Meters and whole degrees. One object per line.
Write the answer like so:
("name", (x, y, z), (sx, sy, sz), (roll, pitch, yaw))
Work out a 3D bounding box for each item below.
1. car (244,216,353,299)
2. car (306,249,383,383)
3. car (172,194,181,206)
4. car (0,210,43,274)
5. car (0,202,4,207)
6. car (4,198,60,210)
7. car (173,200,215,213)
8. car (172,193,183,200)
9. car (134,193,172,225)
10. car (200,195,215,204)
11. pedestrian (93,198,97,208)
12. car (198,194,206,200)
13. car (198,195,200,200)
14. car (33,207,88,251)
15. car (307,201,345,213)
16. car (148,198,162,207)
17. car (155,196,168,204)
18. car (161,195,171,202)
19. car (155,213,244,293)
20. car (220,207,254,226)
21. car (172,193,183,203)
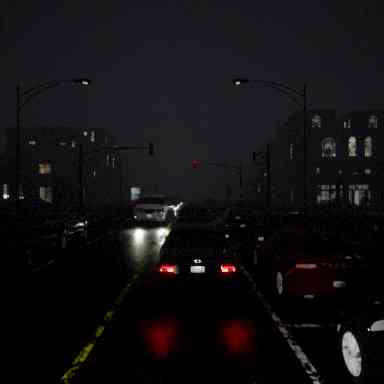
("car", (2.688, 1.543, 8.293), (1.887, 1.381, 4.507), (0, 0, 0))
("car", (2.692, 1.550, 2.601), (2.008, 1.369, 4.403), (0, 0, 0))
("car", (-3.141, 1.520, 51.114), (1.812, 1.442, 4.674), (0, 0, 1))
("car", (-5.691, 1.439, 8.304), (1.967, 1.590, 4.097), (0, 0, 0))
("car", (-25.477, 1.437, 40.451), (4.829, 1.417, 1.752), (0, -1, 1))
("car", (-16.205, 1.399, 34.485), (5.008, 1.535, 1.882), (0, 0, 2))
("car", (0.087, 1.475, 19.440), (1.882, 1.535, 5.008), (0, 0, 0))
("car", (-3.105, 1.485, 61.466), (2.128, 1.511, 4.902), (0, 0, 0))
("car", (-2.848, 1.218, 24.493), (2.150, 2.045, 5.566), (1, 0, -1))
("car", (2.661, 1.560, 52.067), (1.947, 1.339, 4.313), (0, 0, 0))
("pedestrian", (-12.579, 1.404, 43.203), (0.375, 1.300, 0.375), (0, -1, 1))
("car", (2.637, 1.436, 90.720), (1.967, 1.590, 4.097), (0, 0, 0))
("car", (2.654, 1.575, 63.109), (1.802, 1.307, 4.206), (0, 0, 0))
("car", (-5.696, 1.549, 13.997), (2.008, 1.369, 4.403), (0, 0, 0))
("car", (14.787, 1.644, 37.261), (4.181, 1.385, 1.994), (0, 0, 1))
("car", (-5.720, 1.576, 52.075), (1.802, 1.307, 4.206), (0, 0, 0))
("car", (-5.727, 1.544, 63.118), (2.008, 1.369, 4.403), (0, 0, 0))
("car", (-5.733, 1.434, 74.162), (1.967, 1.590, 4.097), (0, 0, 0))
("car", (0.098, 1.546, 8.976), (2.033, 1.411, 5.357), (0, 0, 0))
("car", (2.681, 1.548, 19.677), (2.008, 1.369, 4.403), (0, 0, 0))
("car", (-3.046, 1.219, 72.121), (2.150, 2.045, 5.566), (0, 0, 0))
